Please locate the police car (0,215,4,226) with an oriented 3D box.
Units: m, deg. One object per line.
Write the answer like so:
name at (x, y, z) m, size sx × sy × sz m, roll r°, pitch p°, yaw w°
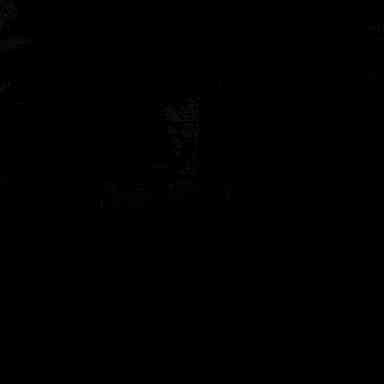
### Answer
police car at (-14.383, 1.662, 20.416) m, size 2.038 × 1.542 × 4.974 m, roll 0°, pitch 0°, yaw 36°
